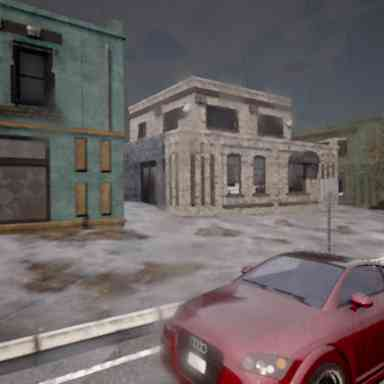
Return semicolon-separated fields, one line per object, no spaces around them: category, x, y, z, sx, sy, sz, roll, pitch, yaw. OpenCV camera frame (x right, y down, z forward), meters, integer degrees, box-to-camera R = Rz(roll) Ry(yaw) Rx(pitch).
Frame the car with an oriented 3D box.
car;1.672;1.569;4.565;4.181;1.385;1.994;0;0;-35
